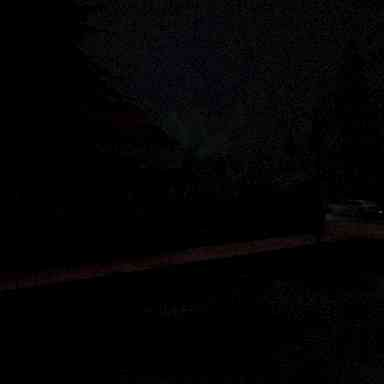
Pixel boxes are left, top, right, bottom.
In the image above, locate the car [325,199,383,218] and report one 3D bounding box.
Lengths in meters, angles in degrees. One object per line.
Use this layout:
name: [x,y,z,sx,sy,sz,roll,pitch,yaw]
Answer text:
car: [13.630,1.363,28.315,1.812,1.442,4.674,0,0,-36]
